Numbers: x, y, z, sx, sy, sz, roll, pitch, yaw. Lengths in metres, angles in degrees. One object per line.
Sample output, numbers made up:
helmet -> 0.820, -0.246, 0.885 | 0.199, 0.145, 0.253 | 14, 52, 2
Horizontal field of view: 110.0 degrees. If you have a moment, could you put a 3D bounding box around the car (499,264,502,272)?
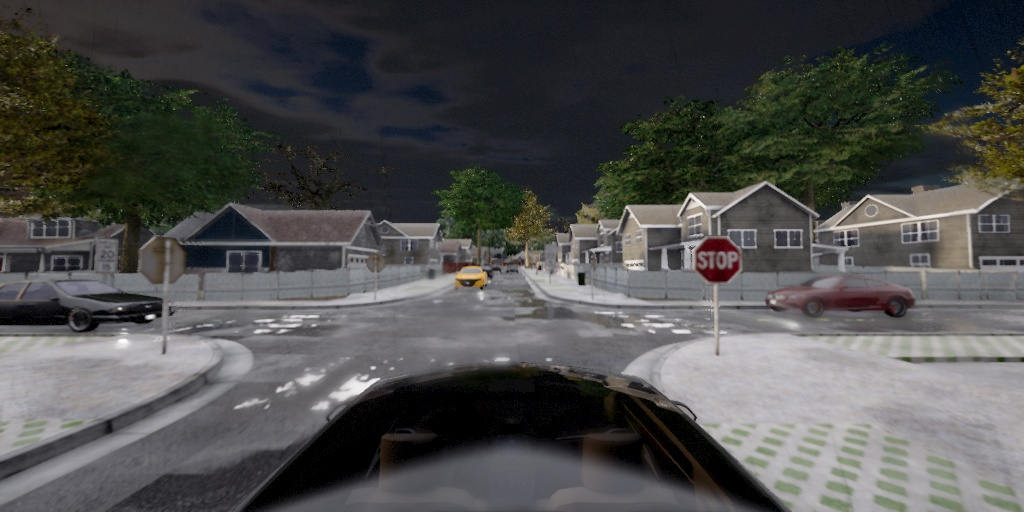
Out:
car -> -2.693, 2.026, 59.236 | 1.895, 1.301, 4.718 | 0, -1, 0

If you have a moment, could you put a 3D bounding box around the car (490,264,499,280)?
car -> -2.808, 1.711, 37.585 | 2.033, 1.411, 5.357 | 0, -1, 0

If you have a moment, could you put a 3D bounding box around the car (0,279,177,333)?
car -> -13.163, 1.389, 10.464 | 5.357, 1.411, 2.033 | 0, -2, 0

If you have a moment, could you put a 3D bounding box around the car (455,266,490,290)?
car -> -2.820, 1.500, 25.398 | 1.882, 1.535, 5.008 | 0, -1, 0

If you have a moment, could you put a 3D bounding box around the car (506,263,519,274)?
car -> 0.058, 1.909, 54.014 | 2.033, 1.411, 5.357 | 0, -1, 0

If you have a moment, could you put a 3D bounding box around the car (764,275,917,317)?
car -> 11.956, 1.426, 13.208 | 4.674, 1.442, 1.812 | 0, -2, 0
